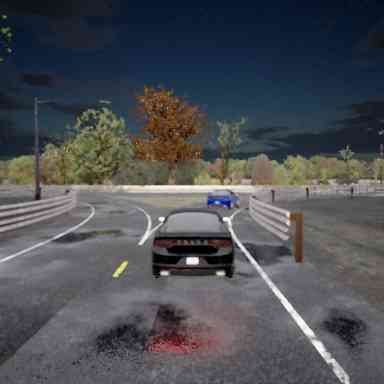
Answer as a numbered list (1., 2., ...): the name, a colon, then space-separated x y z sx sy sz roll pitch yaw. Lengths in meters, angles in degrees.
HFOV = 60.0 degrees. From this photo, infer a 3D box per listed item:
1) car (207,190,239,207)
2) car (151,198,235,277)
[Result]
1. car: 2.600 0.541 27.056 1.882 1.535 5.008 0 2 17
2. car: 0.051 1.154 9.232 1.882 1.535 5.008 0 2 1
